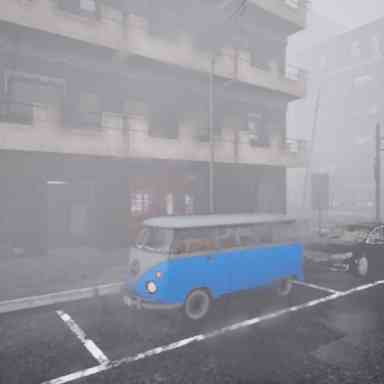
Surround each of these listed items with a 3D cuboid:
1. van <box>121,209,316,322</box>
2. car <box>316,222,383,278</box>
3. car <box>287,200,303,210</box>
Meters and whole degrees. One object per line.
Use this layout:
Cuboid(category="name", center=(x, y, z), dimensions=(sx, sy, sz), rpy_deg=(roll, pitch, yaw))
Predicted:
Cuboid(category="van", center=(0.593, 1.373, 6.994), dimensions=(3.998, 1.788, 1.690), rpy_deg=(1, -1, -35))
Cuboid(category="car", center=(5.138, 1.624, 10.226), dimensions=(4.403, 1.369, 2.008), rpy_deg=(1, -1, -35))
Cuboid(category="car", center=(10.891, 1.593, 39.055), dimensions=(1.887, 1.381, 4.507), rpy_deg=(0, 0, -35))
